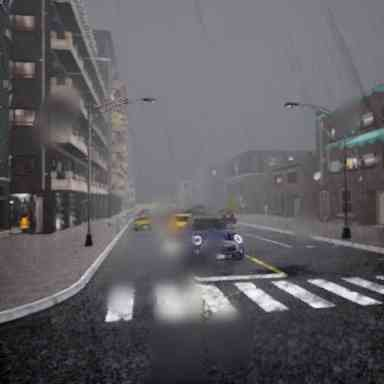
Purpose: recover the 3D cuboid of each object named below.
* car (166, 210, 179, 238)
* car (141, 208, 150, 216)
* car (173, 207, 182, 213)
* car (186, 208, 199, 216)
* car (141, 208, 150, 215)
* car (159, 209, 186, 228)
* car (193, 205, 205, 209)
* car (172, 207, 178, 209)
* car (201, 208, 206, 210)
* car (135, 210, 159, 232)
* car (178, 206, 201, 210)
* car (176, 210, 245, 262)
[{"bbox_3d":[-0.566,2.306,23.388,1.882,1.535,5.008,0,-2,-8],"label":"car"},{"bbox_3d":[-9.620,4.079,68.631,1.887,1.381,4.507,-1,-2,-8],"label":"car"},{"bbox_3d":[-3.738,4.626,86.805,1.752,1.417,4.829,-1,-2,-8],"label":"car"},{"bbox_3d":[0.103,3.740,63.094,1.812,1.442,4.674,0,-2,-8],"label":"car"},{"bbox_3d":[-10.418,4.294,74.249,2.008,1.369,4.403,-1,-2,-8],"label":"car"},{"bbox_3d":[-1.961,2.698,33.247,1.837,1.490,4.892,0,-2,-8],"label":"car"},{"bbox_3d":[1.038,3.187,56.202,2.150,2.045,5.566,0,-2,-8],"label":"car"},{"bbox_3d":[-1.955,3.510,55.203,2.033,1.411,5.357,0,-2,-8],"label":"car"},{"bbox_3d":[2.672,3.011,41.698,1.802,1.307,4.206,-1,-2,-8],"label":"car"},{"bbox_3d":[-4.082,2.600,29.133,1.752,1.417,4.829,-1,-2,-8],"label":"car"},{"bbox_3d":[-0.460,3.089,44.996,1.837,1.490,4.892,0,-2,-8],"label":"car"},{"bbox_3d":[0.717,1.849,14.350,2.097,1.767,4.553,0,-2,-8],"label":"car"}]
